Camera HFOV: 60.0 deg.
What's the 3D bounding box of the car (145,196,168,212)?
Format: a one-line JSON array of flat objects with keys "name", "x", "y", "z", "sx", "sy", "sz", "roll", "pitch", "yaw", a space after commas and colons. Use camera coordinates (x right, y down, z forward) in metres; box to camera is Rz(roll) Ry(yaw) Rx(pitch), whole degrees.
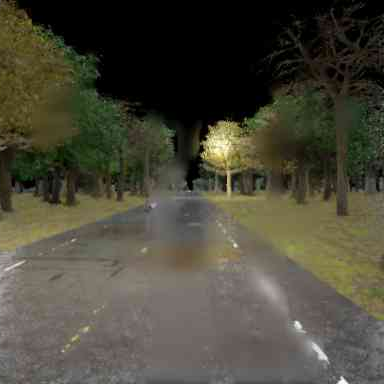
[{"name": "car", "x": -3.500, "y": 1.156, "z": 33.399, "sx": 2.128, "sy": 1.511, "sz": 4.902, "roll": 0, "pitch": 1, "yaw": 0}]
